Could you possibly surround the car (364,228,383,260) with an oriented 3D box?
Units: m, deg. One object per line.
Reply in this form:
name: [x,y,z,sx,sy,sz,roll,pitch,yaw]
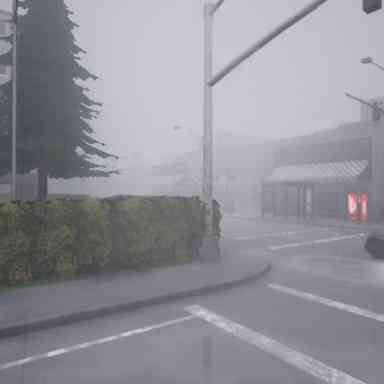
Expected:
car: [7.730,1.573,10.371,1.994,1.385,4.181,0,-1,-35]
